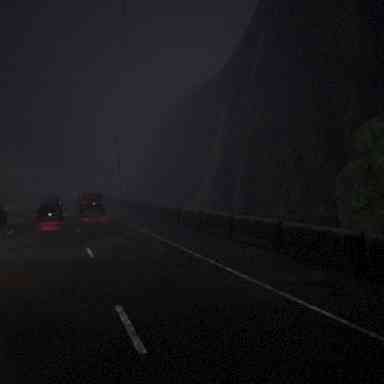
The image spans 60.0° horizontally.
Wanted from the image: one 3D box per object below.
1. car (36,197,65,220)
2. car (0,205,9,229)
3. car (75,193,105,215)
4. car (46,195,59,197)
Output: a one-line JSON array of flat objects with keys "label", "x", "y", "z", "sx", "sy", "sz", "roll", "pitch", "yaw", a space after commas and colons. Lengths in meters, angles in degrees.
[{"label": "car", "x": -11.532, "y": 1.411, "z": 27.117, "sx": 1.837, "sy": 1.490, "sz": 4.892, "roll": 0, "pitch": 0, "yaw": -22}, {"label": "car", "x": -12.714, "y": 1.430, "z": 20.691, "sx": 1.882, "sy": 1.535, "sz": 5.008, "roll": 0, "pitch": 0, "yaw": -22}, {"label": "car", "x": -9.697, "y": 1.091, "z": 31.920, "sx": 2.150, "sy": 2.045, "sz": 5.566, "roll": 0, "pitch": 1, "yaw": -22}, {"label": "car", "x": -15.426, "y": 1.150, "z": 36.766, "sx": 2.097, "sy": 1.767, "sz": 4.553, "roll": 0, "pitch": 1, "yaw": -22}]
